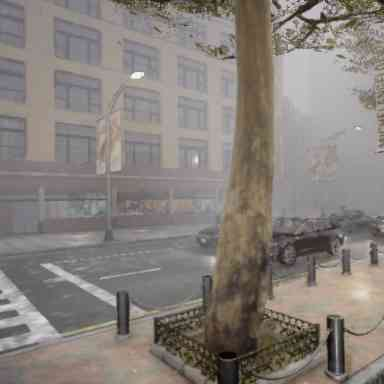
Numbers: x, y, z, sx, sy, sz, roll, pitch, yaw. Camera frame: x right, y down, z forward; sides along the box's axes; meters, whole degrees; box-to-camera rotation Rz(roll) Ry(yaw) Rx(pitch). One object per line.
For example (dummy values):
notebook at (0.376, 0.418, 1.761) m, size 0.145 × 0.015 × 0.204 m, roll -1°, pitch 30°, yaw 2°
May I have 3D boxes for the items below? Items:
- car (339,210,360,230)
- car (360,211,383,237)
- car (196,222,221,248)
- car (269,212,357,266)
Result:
car at (10.316, 1.902, 21.939) m, size 4.181 × 1.385 × 1.994 m, roll 0°, pitch -2°, yaw -37°
car at (11.911, 1.733, 18.757) m, size 4.902 × 1.511 × 2.128 m, roll 0°, pitch -2°, yaw -37°
car at (2.373, 1.854, 15.880) m, size 4.674 × 1.442 × 1.812 m, roll 0°, pitch -2°, yaw -36°
car at (3.868, 1.723, 12.613) m, size 4.902 × 1.511 × 2.128 m, roll 0°, pitch -2°, yaw -38°
